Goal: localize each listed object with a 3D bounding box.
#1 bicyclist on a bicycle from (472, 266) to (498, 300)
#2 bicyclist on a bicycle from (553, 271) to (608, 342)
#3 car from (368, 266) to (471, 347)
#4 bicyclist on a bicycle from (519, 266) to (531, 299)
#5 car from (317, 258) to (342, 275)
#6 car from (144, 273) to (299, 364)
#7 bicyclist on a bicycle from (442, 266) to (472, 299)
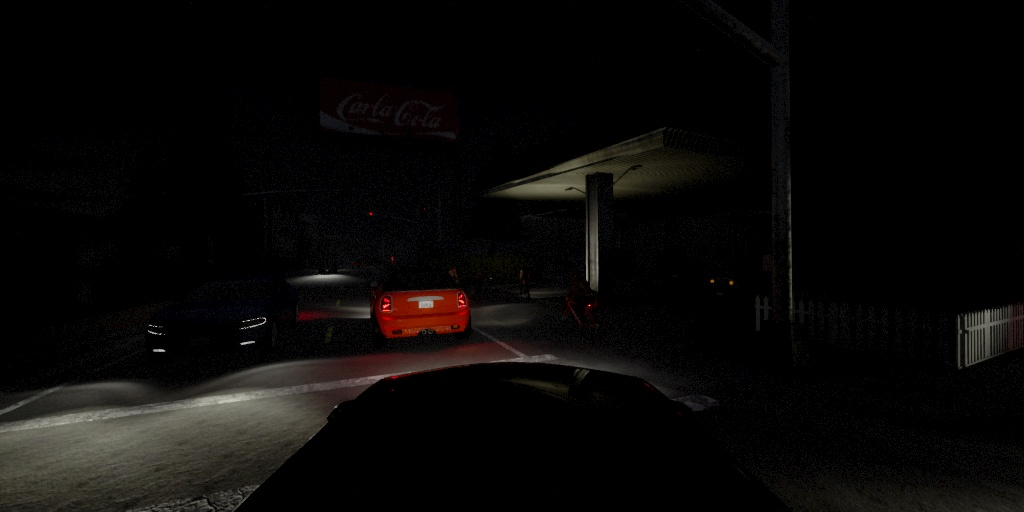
[{"bbox_3d":[-1.454,1.322,17.805,1.656,1.620,0.582,1,0,-22],"label":"bicyclist on a bicycle"},{"bbox_3d":[1.640,1.194,8.735,0.582,1.620,1.656,3,-2,-43],"label":"bicyclist on a bicycle"},{"bbox_3d":[-2.614,1.041,9.486,2.097,1.767,4.553,0,0,-22],"label":"car"},{"bbox_3d":[0.654,1.315,17.937,0.582,1.620,1.656,0,0,16],"label":"bicyclist on a bicycle"},{"bbox_3d":[-21.439,1.348,41.856,2.128,1.511,4.902,0,0,-24],"label":"car"},{"bbox_3d":[-6.319,1.194,8.387,1.882,1.535,5.008,0,0,-24],"label":"car"},{"bbox_3d":[-2.751,1.295,16.413,1.656,1.620,0.582,1,0,37],"label":"bicyclist on a bicycle"}]
